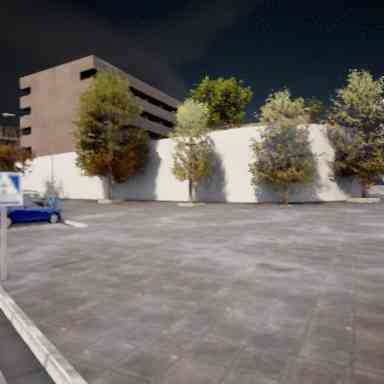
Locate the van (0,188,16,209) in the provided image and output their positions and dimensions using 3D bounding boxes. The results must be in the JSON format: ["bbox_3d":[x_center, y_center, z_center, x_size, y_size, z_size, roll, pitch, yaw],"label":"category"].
[{"bbox_3d":[-19.663,0.613,32.032,1.878,1.987,4.442,2,1,31],"label":"van"}]

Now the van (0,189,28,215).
[{"bbox_3d":[-16.030,0.776,27.137,1.878,1.987,4.442,2,1,31],"label":"van"}]

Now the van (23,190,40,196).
[{"bbox_3d":[-12.176,0.942,22.653,1.878,1.987,4.442,2,1,32],"label":"van"}]

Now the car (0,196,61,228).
[{"bbox_3d":[-10.376,1.249,20.208,2.097,1.535,5.008,2,1,31],"label":"car"}]

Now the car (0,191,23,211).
[{"bbox_3d":[-17.866,0.795,29.561,2.185,1.767,4.553,2,1,31],"label":"car"}]
